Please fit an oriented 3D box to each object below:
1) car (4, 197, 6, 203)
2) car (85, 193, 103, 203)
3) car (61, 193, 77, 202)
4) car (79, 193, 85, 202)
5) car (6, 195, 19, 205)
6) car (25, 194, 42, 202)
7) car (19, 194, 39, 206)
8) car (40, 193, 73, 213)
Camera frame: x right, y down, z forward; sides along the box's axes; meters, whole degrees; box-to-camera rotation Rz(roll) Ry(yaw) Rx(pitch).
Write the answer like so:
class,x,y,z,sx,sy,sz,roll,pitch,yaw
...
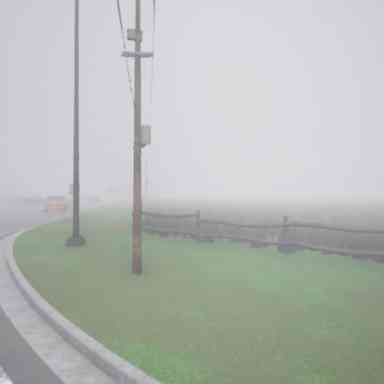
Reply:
class,x,y,z,sx,sy,sz,roll,pitch,yaw
car,-30.970,1.176,57.883,2.128,1.511,4.902,0,0,-8
car,-16.953,1.230,58.678,2.128,1.511,4.902,0,0,-8
car,-25.433,1.026,68.702,2.097,1.767,4.553,0,0,-8
car,-21.868,1.037,68.904,2.097,1.767,4.553,0,0,-8
car,-26.700,1.268,52.297,2.033,1.411,5.357,0,0,-8
car,-32.414,1.169,68.051,1.812,1.442,4.674,0,0,-8
car,-22.588,1.229,47.902,1.882,1.535,5.008,0,0,-8
car,-13.798,1.182,34.827,2.097,1.767,4.553,0,0,-8
